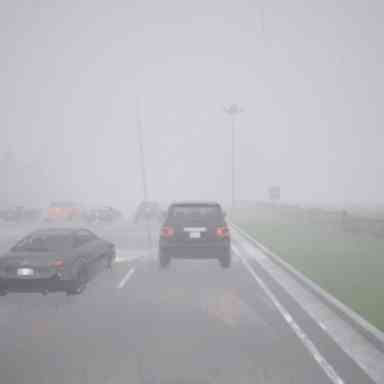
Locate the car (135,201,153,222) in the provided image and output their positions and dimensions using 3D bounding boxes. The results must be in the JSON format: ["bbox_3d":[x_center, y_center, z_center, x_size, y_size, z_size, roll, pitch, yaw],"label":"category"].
[{"bbox_3d":[-3.419,1.520,27.851,2.097,1.767,4.553,0,0,0],"label":"car"}]

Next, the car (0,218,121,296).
[{"bbox_3d":[-3.422,1.619,8.863,1.994,1.385,4.181,0,0,0],"label":"car"}]

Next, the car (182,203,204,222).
[{"bbox_3d":[0.072,1.701,29.142,1.812,1.442,4.674,0,0,0],"label":"car"}]

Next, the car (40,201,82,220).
[{"bbox_3d":[-10.419,1.520,27.854,2.097,1.767,4.553,0,0,0],"label":"car"}]

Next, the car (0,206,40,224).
[{"bbox_3d":[-13.919,1.761,26.524,1.895,1.301,4.718,0,0,0],"label":"car"}]

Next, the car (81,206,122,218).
[{"bbox_3d":[-6.919,1.761,26.536,1.895,1.301,4.718,0,0,0],"label":"car"}]

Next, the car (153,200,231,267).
[{"bbox_3d":[0.088,1.294,11.859,2.150,2.045,5.566,0,0,0],"label":"car"}]
